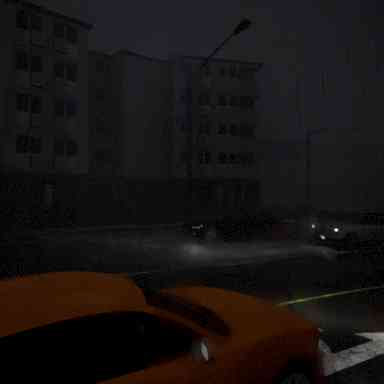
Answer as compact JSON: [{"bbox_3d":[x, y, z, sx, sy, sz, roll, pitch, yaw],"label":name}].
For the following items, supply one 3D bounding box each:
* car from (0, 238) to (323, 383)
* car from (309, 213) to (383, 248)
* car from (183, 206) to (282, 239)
[{"bbox_3d":[-0.959,1.478,2.840,5.008,1.535,1.882,0,0,-33],"label":"car"},{"bbox_3d":[7.616,1.595,14.600,4.718,1.301,1.895,0,0,-17],"label":"car"},{"bbox_3d":[2.026,1.473,16.315,5.008,1.535,1.882,0,0,-21],"label":"car"}]
